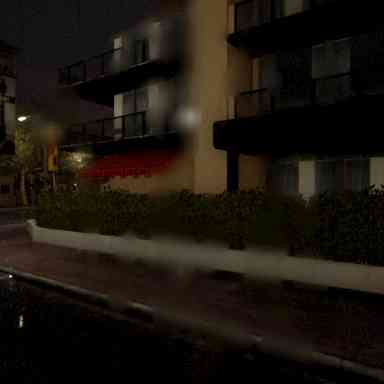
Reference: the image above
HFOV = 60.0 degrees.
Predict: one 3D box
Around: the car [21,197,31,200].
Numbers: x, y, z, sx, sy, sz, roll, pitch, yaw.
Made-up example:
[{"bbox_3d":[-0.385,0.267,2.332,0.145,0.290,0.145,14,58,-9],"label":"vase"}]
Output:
[{"bbox_3d":[-35.606,1.481,67.647,4.892,1.521,2.231,0,0,36],"label":"car"}]
